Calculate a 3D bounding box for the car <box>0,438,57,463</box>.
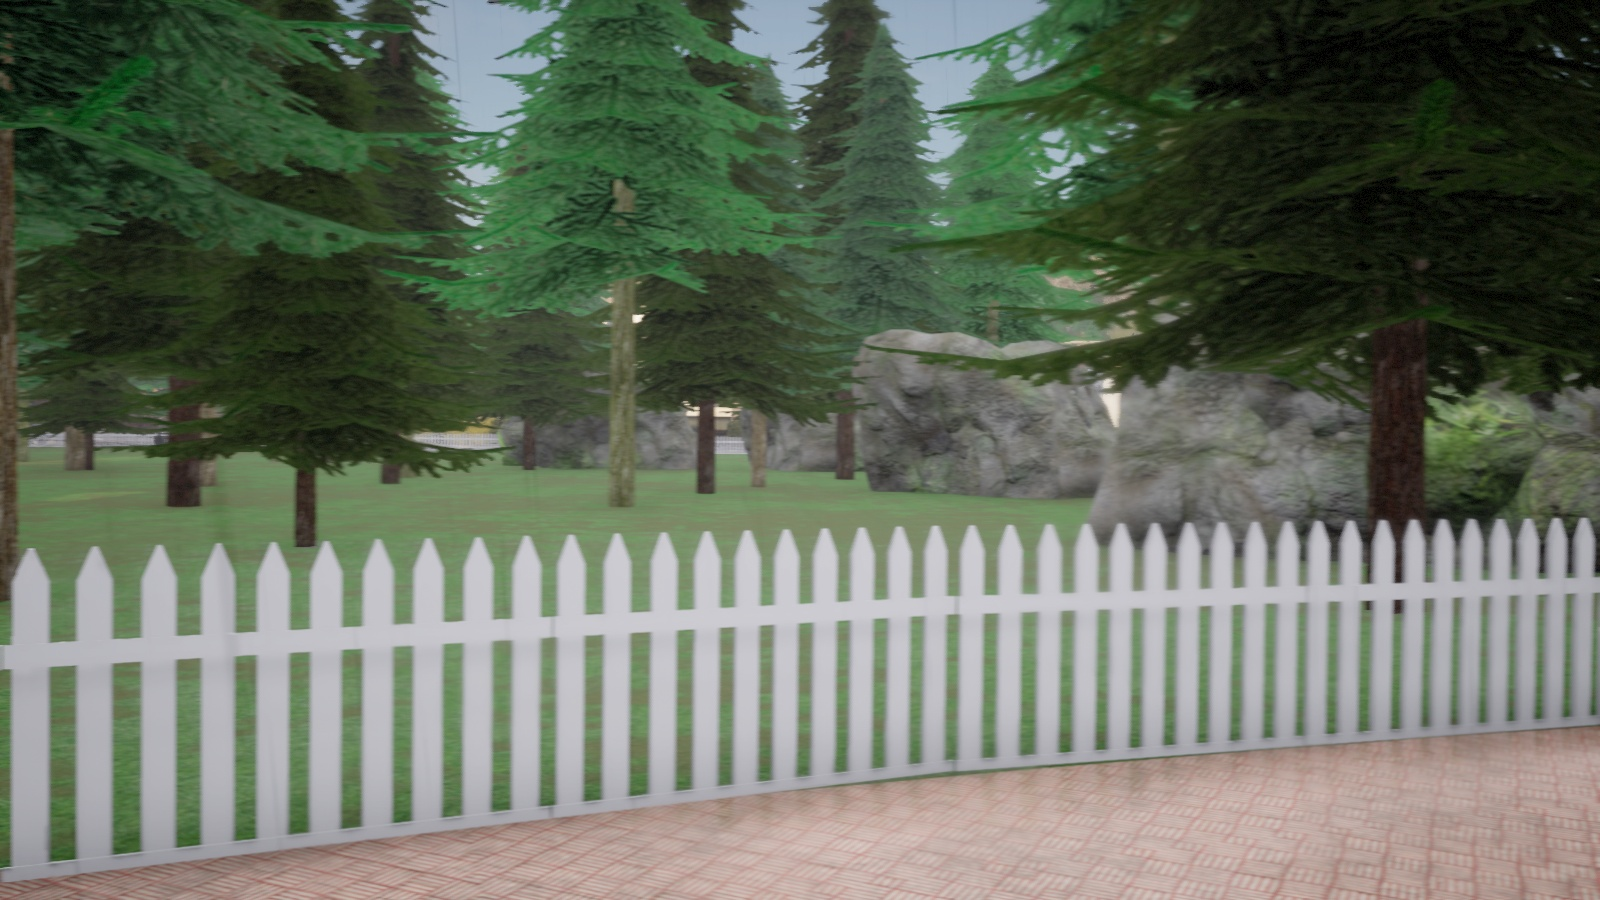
[{"bbox_3d":[-49.236,0.020,78.691,4.193,1.474,1.816,-1,1,-2],"label":"car"}]
